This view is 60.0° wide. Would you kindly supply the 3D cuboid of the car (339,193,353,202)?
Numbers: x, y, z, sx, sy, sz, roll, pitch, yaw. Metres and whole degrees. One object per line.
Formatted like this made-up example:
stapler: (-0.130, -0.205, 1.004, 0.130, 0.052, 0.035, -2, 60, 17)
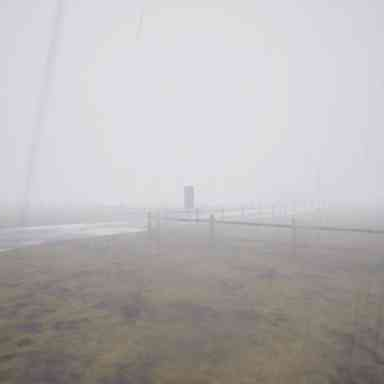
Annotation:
car: (39.149, 1.732, 85.436, 2.033, 1.411, 5.357, -2, 0, 36)
